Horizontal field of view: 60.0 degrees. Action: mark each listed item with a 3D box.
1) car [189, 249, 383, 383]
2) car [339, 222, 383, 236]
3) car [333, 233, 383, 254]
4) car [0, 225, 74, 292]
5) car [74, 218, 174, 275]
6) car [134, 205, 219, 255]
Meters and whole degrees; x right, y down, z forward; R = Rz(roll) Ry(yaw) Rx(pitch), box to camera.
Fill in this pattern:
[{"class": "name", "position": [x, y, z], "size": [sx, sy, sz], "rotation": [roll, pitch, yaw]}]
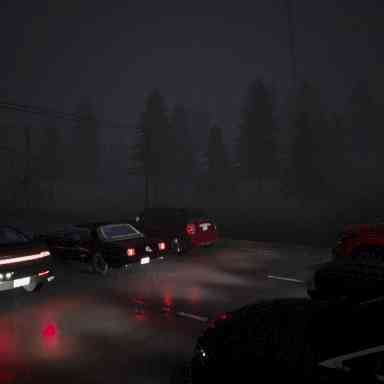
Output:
[{"class": "car", "position": [2.208, 1.492, 2.401], "size": [4.902, 1.511, 2.128], "rotation": [0, 0, 36]}, {"class": "car", "position": [6.422, 1.221, 8.013], "size": [5.566, 2.045, 2.150], "rotation": [0, 0, 35]}, {"class": "car", "position": [4.362, 1.601, 5.184], "size": [4.718, 1.301, 1.895], "rotation": [0, 0, 35]}, {"class": "car", "position": [-5.196, 1.492, 7.692], "size": [4.902, 1.511, 2.128], "rotation": [0, 0, 35]}, {"class": "car", "position": [-3.067, 1.601, 10.469], "size": [4.718, 1.301, 1.895], "rotation": [0, 0, 37]}, {"class": "car", "position": [-1.246, 1.352, 13.474], "size": [4.553, 1.767, 2.097], "rotation": [0, 0, 36]}]
